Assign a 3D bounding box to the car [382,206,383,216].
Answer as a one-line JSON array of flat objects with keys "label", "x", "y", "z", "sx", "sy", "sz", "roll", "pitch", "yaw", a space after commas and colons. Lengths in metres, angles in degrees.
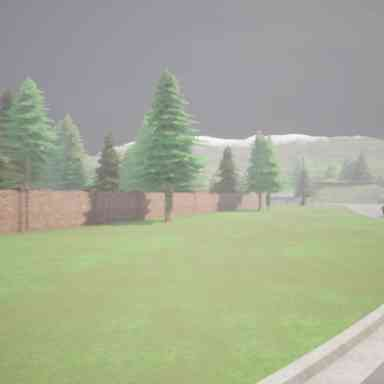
[{"label": "car", "x": 22.045, "y": 1.662, "z": 35.594, "sx": 2.150, "sy": 2.045, "sz": 5.566, "roll": 0, "pitch": -1, "yaw": 20}]
